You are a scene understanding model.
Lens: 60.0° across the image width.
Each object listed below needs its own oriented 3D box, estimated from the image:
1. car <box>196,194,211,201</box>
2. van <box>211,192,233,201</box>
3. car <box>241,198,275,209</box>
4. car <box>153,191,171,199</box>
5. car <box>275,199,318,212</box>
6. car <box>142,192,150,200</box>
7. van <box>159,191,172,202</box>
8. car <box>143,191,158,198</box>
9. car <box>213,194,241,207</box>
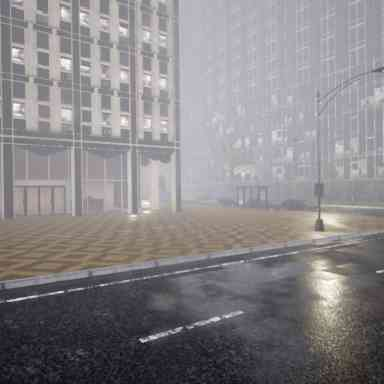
[{"bbox_3d":[2.539,1.042,64.103,1.802,1.307,4.206,-1,1,-34],"label":"car"},{"bbox_3d":[5.757,0.854,59.415,1.690,1.788,3.998,-1,1,-34],"label":"van"},{"bbox_3d":[8.410,1.387,40.559,1.802,1.307,4.206,-1,1,-34],"label":"car"},{"bbox_3d":[-7.115,0.614,78.154,2.192,1.841,5.009,0,1,-34],"label":"car"},{"bbox_3d":[11.614,1.422,35.862,1.947,1.339,4.313,-1,1,-34],"label":"car"},{"bbox_3d":[-10.805,1.038,68.729,2.008,1.369,4.403,0,1,-34],"label":"car"},{"bbox_3d":[-4.368,0.936,59.357,1.690,1.788,3.998,0,1,-34],"label":"van"},{"bbox_3d":[-10.334,0.685,82.840,1.967,1.590,4.097,0,1,-34],"label":"car"},{"bbox_3d":[5.240,1.318,45.276,1.947,1.339,4.313,-1,1,-34],"label":"car"}]
